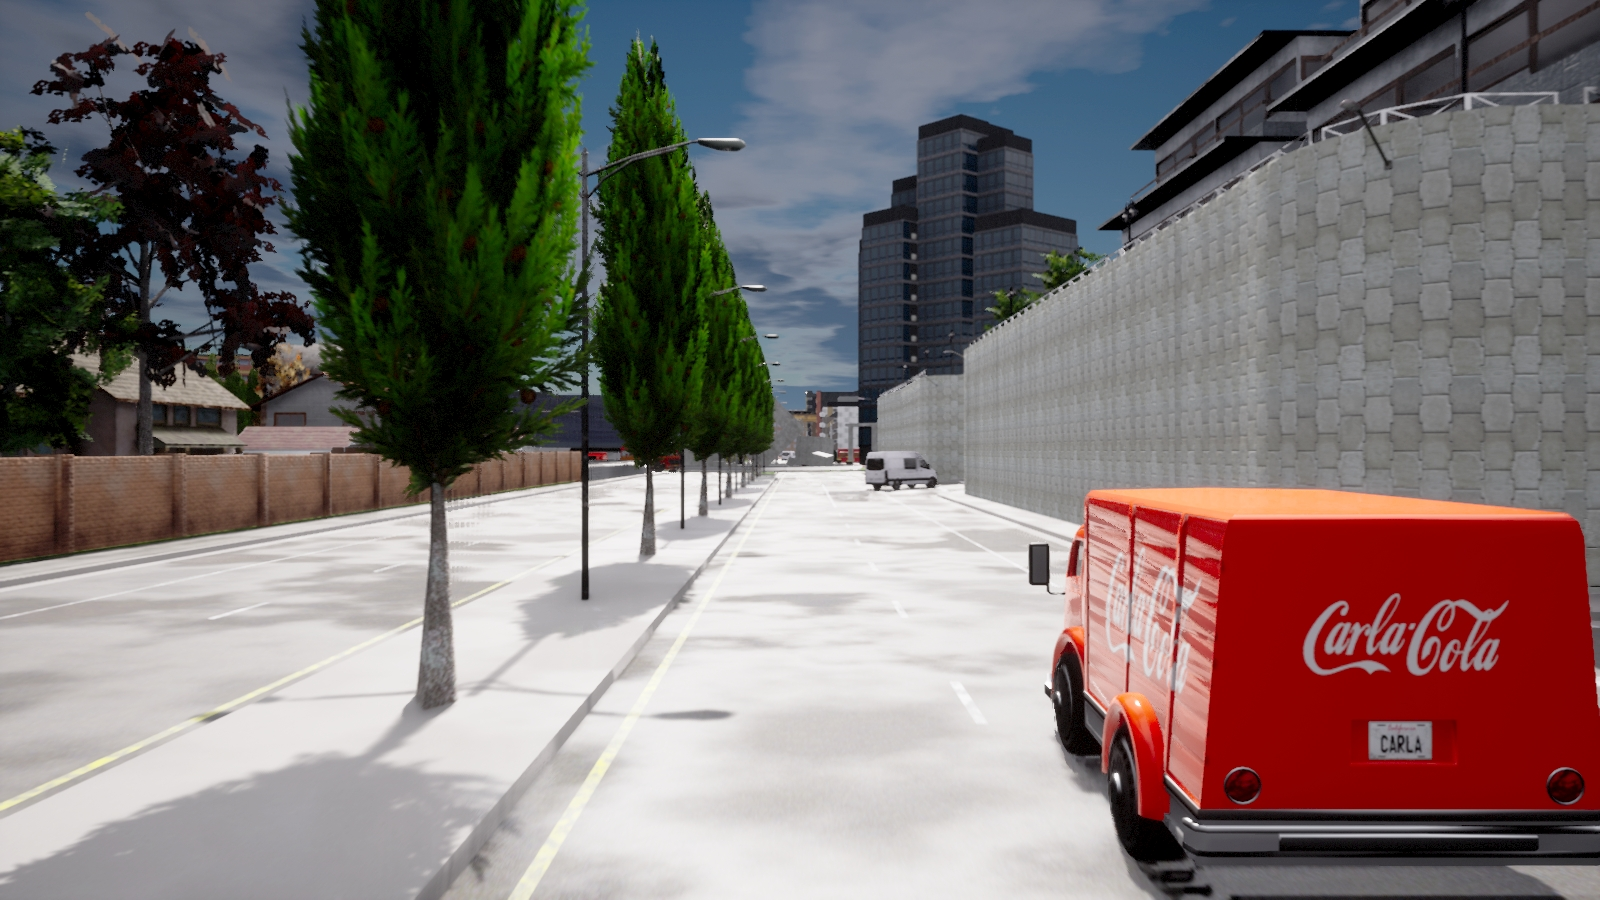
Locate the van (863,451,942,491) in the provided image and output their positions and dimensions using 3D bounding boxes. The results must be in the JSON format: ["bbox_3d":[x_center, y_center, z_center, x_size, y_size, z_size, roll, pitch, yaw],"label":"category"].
[{"bbox_3d":[7.034,1.369,77.889,1.988,2.561,5.915,-1,0,45],"label":"van"}]

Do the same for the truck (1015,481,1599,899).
[{"bbox_3d":[3.473,1.554,9.038,2.627,2.467,5.204,0,0,1],"label":"truck"}]
